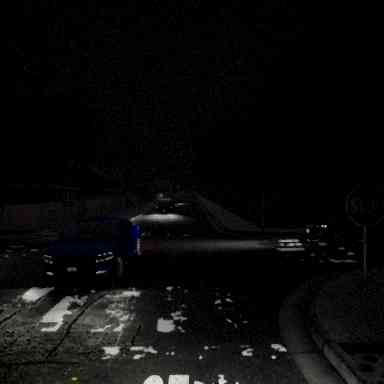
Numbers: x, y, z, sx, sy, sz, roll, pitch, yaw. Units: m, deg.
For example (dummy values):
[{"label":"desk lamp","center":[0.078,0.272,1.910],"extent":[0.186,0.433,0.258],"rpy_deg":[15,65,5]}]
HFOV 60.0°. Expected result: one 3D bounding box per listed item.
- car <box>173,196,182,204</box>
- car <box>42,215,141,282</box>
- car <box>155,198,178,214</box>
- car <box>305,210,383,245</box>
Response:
[{"label":"car","center":[-2.901,1.462,61.738],"extent":[1.994,1.385,4.181],"rpy_deg":[0,0,0]},{"label":"car","center":[-2.793,1.518,10.201],"extent":[1.882,1.535,5.008],"rpy_deg":[-1,0,0]},{"label":"car","center":[-2.837,1.587,35.975],"extent":[1.895,1.301,4.718],"rpy_deg":[0,0,0]},{"label":"car","center":[7.287,1.295,13.865],"extent":[4.902,1.511,2.128],"rpy_deg":[-1,0,0]}]
